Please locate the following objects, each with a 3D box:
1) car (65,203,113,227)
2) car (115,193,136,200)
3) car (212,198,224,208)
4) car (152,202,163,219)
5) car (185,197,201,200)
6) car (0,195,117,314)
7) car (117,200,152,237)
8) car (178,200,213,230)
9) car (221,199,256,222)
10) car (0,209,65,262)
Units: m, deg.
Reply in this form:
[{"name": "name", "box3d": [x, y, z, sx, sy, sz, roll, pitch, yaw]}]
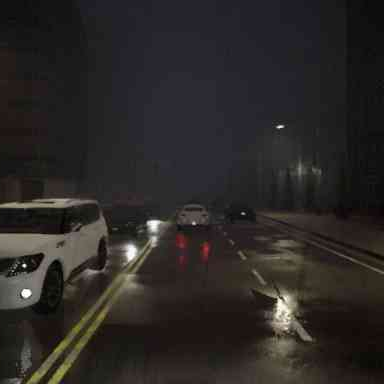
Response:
[{"name": "car", "box3d": [-7.025, 1.514, 23.144, 1.994, 1.385, 4.181, 0, 0, 1]}, {"name": "car", "box3d": [-6.986, 1.149, 33.835, 2.150, 2.045, 5.566, 0, 0, 0]}, {"name": "car", "box3d": [3.756, 1.466, 45.527, 1.994, 1.385, 4.181, 0, 0, 3]}, {"name": "car", "box3d": [-3.488, 1.504, 27.748, 1.994, 1.385, 4.181, 0, 0, 0]}, {"name": "car", "box3d": [0.118, 1.384, 43.917, 1.882, 1.535, 5.008, 0, 0, 0]}, {"name": "car", "box3d": [-3.584, 1.204, 7.907, 2.150, 2.045, 5.566, 0, 0, 0]}, {"name": "car", "box3d": [-3.563, 1.438, 17.911, 1.882, 1.535, 5.008, 0, 0, 0]}, {"name": "car", "box3d": [0.109, 1.480, 20.536, 1.812, 1.442, 4.674, 0, 0, 0]}, {"name": "car", "box3d": [3.611, 1.508, 25.494, 1.994, 1.385, 4.181, 0, 0, 0]}, {"name": "car", "box3d": [-7.081, 1.518, 13.189, 2.033, 1.411, 5.357, 0, 0, 0]}]
